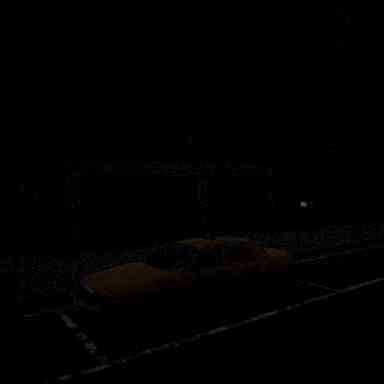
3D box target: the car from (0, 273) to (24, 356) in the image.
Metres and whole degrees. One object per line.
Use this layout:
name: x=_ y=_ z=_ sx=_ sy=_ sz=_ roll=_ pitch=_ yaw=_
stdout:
car: x=-4.239 y=1.566 z=3.635 sx=4.313 sy=1.339 sz=1.947 roll=0 pitch=-1 yaw=-36

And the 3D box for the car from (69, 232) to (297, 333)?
car: x=0.102 y=1.524 z=6.738 sx=4.829 sy=1.417 sz=1.752 roll=0 pitch=-1 yaw=-36
